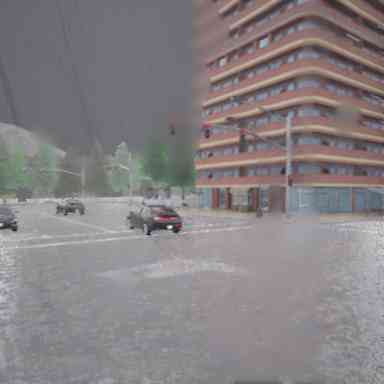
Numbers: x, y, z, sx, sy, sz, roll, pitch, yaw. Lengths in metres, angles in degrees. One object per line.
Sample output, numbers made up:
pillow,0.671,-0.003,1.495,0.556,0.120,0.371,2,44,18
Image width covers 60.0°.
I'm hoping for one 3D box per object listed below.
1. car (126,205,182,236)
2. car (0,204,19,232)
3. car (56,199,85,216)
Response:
car,-2.237,1.490,18.663,1.837,1.490,4.892,2,-1,-28
car,-11.531,1.503,19.615,1.837,1.490,4.892,0,0,-35
car,-12.009,1.489,32.769,1.837,1.490,4.892,0,-1,-35
